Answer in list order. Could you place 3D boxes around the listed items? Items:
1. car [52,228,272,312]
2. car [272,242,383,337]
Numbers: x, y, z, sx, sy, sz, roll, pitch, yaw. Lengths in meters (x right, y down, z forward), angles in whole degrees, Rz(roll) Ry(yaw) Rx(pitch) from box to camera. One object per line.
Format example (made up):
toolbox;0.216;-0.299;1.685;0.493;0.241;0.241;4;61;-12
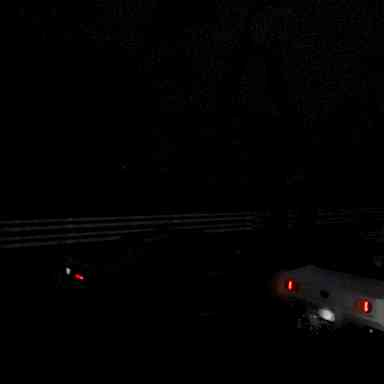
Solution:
car;-0.314;1.582;7.789;5.357;1.411;2.033;1;0;-35
car;3.947;1.663;6.499;4.718;1.301;1.895;1;0;-35
